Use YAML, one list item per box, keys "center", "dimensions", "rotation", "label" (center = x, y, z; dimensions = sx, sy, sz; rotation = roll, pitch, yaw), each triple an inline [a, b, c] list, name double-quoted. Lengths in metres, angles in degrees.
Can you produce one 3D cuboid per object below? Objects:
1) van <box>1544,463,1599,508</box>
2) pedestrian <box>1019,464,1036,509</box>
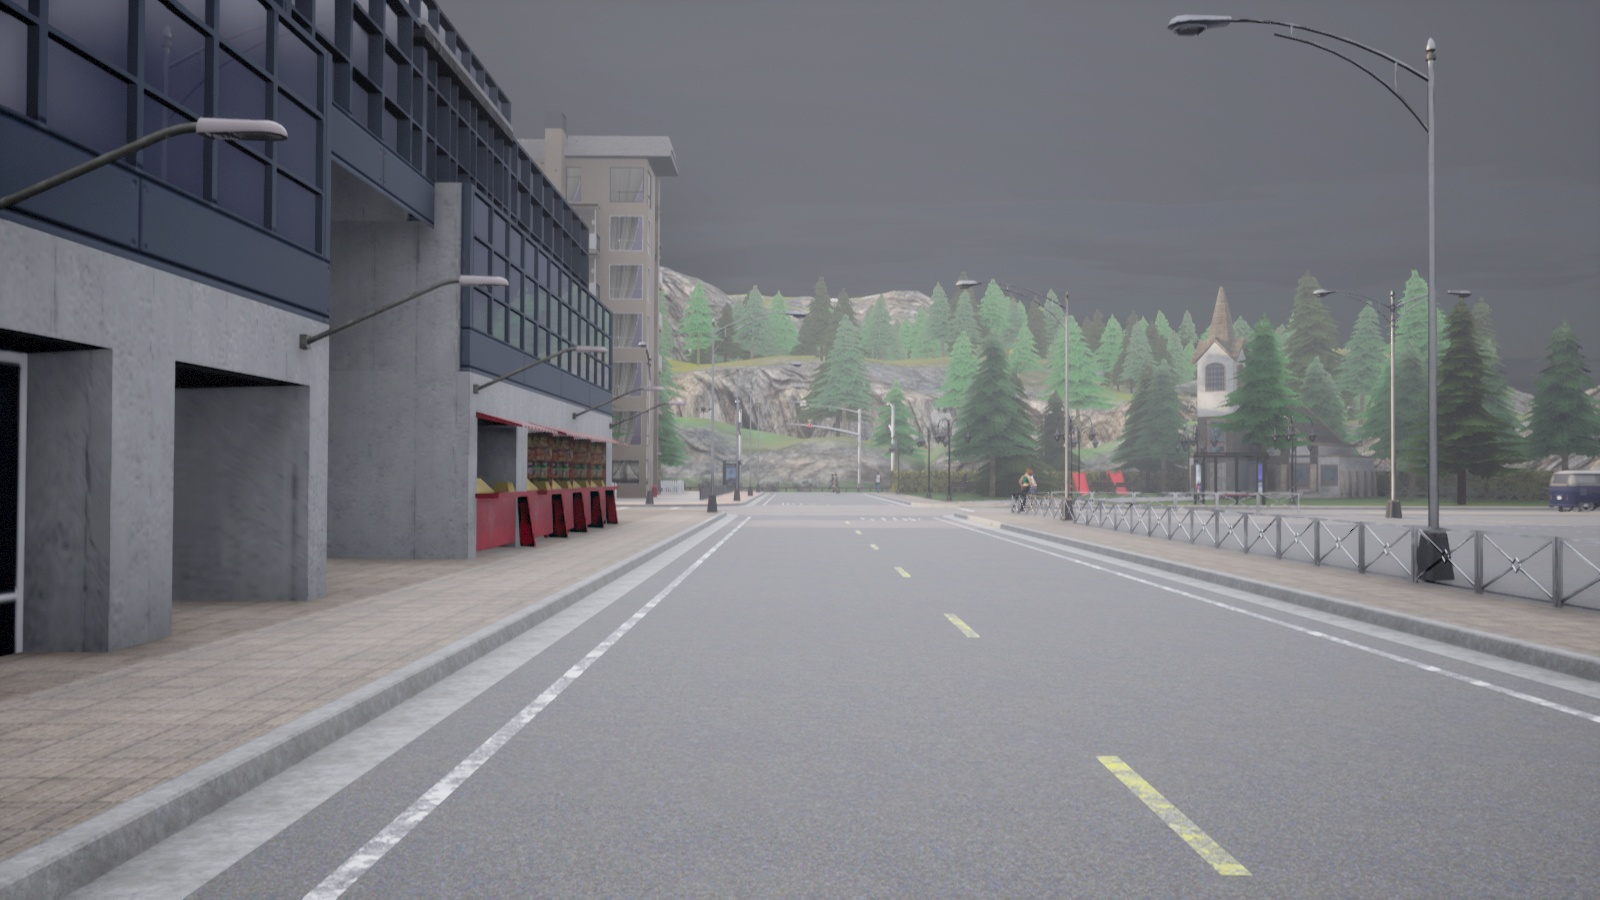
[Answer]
- center: [36.363, 1.600, 56.697]
  dimensions: [4.442, 1.987, 1.775]
  rotation: [0, -1, -1]
  label: "van"
- center: [9.499, 1.524, 52.460]
  dimensions: [0.594, 1.836, 0.345]
  rotation: [0, -1, -27]
  label: "pedestrian"
